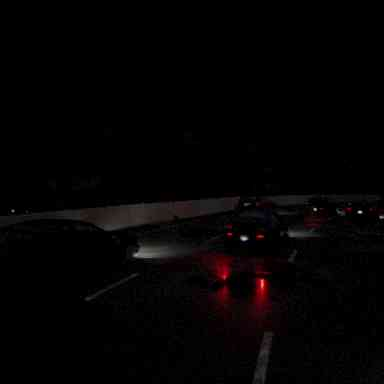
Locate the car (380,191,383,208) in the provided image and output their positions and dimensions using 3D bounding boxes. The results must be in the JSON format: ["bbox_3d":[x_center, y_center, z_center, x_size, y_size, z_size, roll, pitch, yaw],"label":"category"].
[{"bbox_3d":[22.908,0.836,37.619,2.150,2.045,5.566,1,1,44],"label":"car"}]

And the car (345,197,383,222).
[{"bbox_3d":[12.222,1.289,23.805,1.994,1.385,4.181,1,1,32],"label":"car"}]

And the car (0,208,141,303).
[{"bbox_3d":[-3.218,1.360,7.861,2.033,1.411,5.357,1,1,19],"label":"car"}]

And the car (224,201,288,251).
[{"bbox_3d":[2.631,1.318,13.135,1.812,1.442,4.674,1,1,23],"label":"car"}]

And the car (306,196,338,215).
[{"bbox_3d":[11.293,1.129,28.801,1.837,1.490,4.892,1,1,34],"label":"car"}]

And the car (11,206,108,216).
[{"bbox_3d":[-6.763,1.129,18.430,2.033,1.411,5.357,1,1,24],"label":"car"}]

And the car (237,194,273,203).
[{"bbox_3d":[4.962,0.959,25.303,2.097,1.767,4.553,1,1,30],"label":"car"}]
